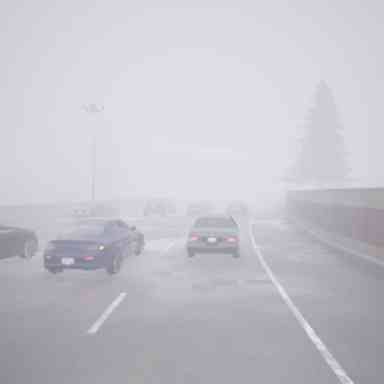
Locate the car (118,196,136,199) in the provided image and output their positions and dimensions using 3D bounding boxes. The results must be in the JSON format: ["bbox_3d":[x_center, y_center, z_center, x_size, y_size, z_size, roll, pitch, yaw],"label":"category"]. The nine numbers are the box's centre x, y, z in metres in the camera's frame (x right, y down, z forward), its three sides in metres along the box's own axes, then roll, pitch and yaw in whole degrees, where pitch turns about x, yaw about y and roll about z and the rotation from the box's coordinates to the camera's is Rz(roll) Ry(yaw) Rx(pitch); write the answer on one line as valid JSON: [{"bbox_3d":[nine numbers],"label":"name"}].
[{"bbox_3d":[-11.113,1.497,62.068,1.895,1.301,4.718,0,0,24],"label":"car"}]

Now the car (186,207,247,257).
[{"bbox_3d":[0.897,1.533,12.887,2.033,1.411,5.357,0,0,6],"label":"car"}]

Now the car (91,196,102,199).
[{"bbox_3d":[-17.917,1.479,63.887,1.895,1.301,4.718,0,0,24],"label":"car"}]

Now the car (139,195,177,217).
[{"bbox_3d":[-2.910,1.305,31.371,2.097,1.767,4.553,0,0,13],"label":"car"}]

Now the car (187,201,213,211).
[{"bbox_3d":[0.869,1.525,32.089,1.994,1.385,4.181,0,0,14],"label":"car"}]

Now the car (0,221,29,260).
[{"bbox_3d":[-6.387,1.465,9.633,2.128,1.511,4.902,0,0,4],"label":"car"}]

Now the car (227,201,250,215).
[{"bbox_3d":[4.458,1.533,32.008,1.994,1.385,4.181,0,0,15],"label":"car"}]

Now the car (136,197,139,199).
[{"bbox_3d":[-7.688,1.257,61.043,2.097,1.767,4.553,0,0,24],"label":"car"}]

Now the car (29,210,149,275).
[{"bbox_3d":[-2.825,1.506,10.368,1.812,1.442,4.674,0,0,5],"label":"car"}]

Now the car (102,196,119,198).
[{"bbox_3d":[-14.445,1.450,63.068,1.994,1.385,4.181,0,0,24],"label":"car"}]

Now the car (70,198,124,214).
[{"bbox_3d":[-7.616,1.497,26.467,2.033,1.411,5.357,0,0,11],"label":"car"}]
